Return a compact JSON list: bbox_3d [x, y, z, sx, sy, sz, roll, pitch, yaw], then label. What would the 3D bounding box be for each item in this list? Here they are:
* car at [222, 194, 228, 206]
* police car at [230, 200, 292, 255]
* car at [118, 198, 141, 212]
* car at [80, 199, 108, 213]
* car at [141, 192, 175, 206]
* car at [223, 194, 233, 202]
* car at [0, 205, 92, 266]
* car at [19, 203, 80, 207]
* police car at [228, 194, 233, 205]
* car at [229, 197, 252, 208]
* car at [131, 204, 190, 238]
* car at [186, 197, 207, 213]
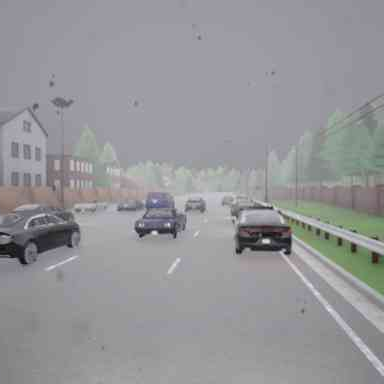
[{"bbox_3d":[5.352,1.284,48.818,1.994,1.385,4.181,0,0,6],"label":"car"},{"bbox_3d":[2.632,1.349,13.166,1.930,1.638,5.238,0,0,6],"label":"police car"},{"bbox_3d":[-6.493,1.361,35.732,1.994,1.385,4.181,0,0,6],"label":"car"},{"bbox_3d":[-10.191,1.408,34.042,1.895,1.301,4.718,0,0,6],"label":"car"},{"bbox_3d":[-3.185,1.025,33.721,2.150,2.045,5.566,0,0,6],"label":"car"},{"bbox_3d":[6.922,1.113,63.625,1.882,1.535,5.008,0,0,6],"label":"car"},{"bbox_3d":[-5.548,1.427,11.411,2.128,1.511,4.902,0,0,6],"label":"car"},{"bbox_3d":[-8.317,1.401,18.496,1.837,1.490,4.892,0,0,6],"label":"car"},{"bbox_3d":[4.317,1.258,29.077,1.930,1.638,5.238,0,0,6],"label":"police car"},{"bbox_3d":[3.674,1.373,23.002,1.837,1.490,4.892,0,0,6],"label":"car"},{"bbox_3d":[-1.427,1.503,17.084,1.895,1.301,4.718,0,0,6],"label":"car"},{"bbox_3d":[0.423,1.292,34.548,2.128,1.511,4.902,0,0,6],"label":"car"}]
